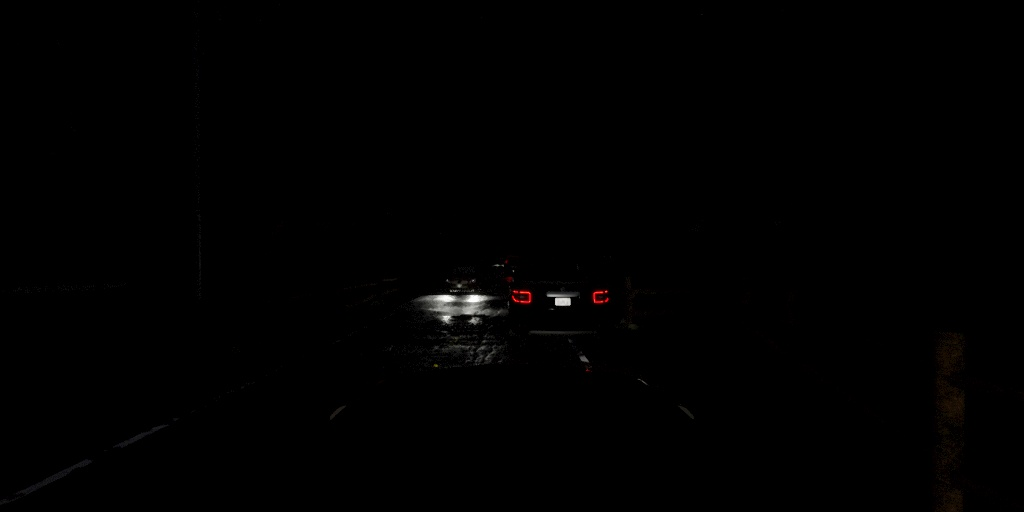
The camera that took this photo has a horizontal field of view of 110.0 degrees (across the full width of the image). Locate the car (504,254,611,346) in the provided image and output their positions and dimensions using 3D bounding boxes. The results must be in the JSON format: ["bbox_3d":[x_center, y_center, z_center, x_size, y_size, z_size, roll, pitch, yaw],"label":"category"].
[{"bbox_3d":[0.982,0.971,9.567,2.150,2.045,5.566,0,0,0],"label":"car"}]

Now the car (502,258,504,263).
[{"bbox_3d":[0.154,1.257,38.766,1.837,1.490,4.892,0,0,0],"label":"car"}]

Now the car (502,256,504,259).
[{"bbox_3d":[0.101,0.980,48.891,2.150,2.045,5.566,0,0,0],"label":"car"}]

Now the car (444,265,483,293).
[{"bbox_3d":[-2.710,1.272,20.782,1.812,1.442,4.674,0,0,0],"label":"car"}]
